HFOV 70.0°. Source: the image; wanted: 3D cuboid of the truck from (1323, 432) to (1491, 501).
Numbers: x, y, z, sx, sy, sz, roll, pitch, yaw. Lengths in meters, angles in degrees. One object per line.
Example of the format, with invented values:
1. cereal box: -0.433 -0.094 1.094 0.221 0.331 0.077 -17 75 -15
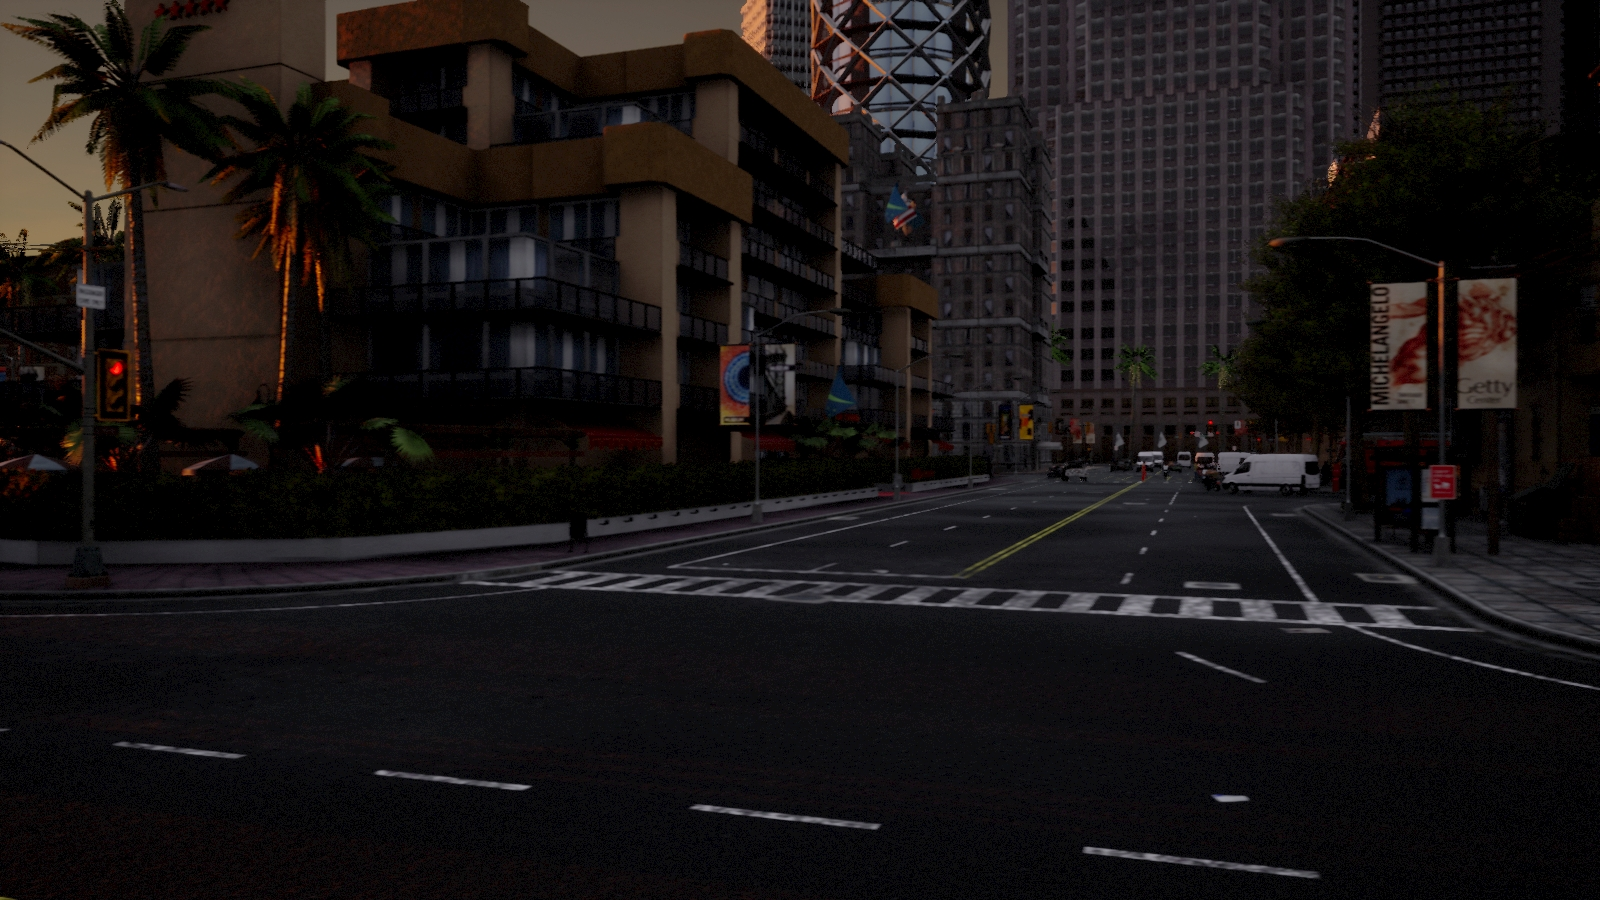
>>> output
1. truck: 35.093 0.891 66.451 8.468 3.827 2.891 0 0 26

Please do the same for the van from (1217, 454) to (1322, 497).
1. van: 29.525 1.535 71.996 1.988 2.561 5.915 0 0 -37
